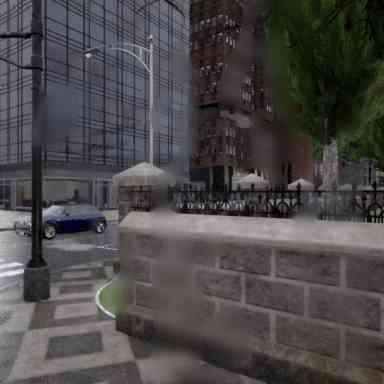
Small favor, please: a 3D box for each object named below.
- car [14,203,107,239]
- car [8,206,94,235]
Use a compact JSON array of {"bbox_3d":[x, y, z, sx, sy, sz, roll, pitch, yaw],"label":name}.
[{"bbox_3d":[-6.877,1.426,17.834,2.097,1.767,4.553,0,0,36],"label":"car"},{"bbox_3d":[-8.445,1.632,20.222,2.008,1.369,4.403,0,-1,36],"label":"car"}]
